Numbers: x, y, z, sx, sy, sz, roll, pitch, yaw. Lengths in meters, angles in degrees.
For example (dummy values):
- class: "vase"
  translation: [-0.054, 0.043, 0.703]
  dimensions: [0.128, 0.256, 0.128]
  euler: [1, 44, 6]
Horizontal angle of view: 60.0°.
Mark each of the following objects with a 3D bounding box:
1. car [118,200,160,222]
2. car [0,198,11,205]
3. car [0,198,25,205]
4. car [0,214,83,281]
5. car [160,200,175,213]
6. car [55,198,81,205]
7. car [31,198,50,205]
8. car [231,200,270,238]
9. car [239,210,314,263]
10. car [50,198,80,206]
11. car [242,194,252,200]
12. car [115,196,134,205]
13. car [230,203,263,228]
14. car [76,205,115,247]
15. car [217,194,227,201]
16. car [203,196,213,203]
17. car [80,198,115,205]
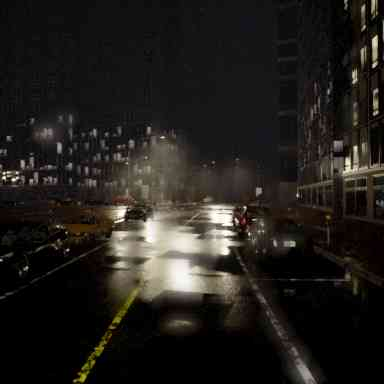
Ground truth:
- class: "car"
  translation: [-4.114, 1.578, 26.396]
  dimensions: [2.008, 1.369, 4.403]
  euler: [1, 0, 5]
- class: "car"
  translation: [-40.125, 1.989, 68.866]
  dimensions: [4.403, 1.369, 2.008]
  euler: [0, -1, 15]
- class: "car"
  translation: [-31.408, 1.767, 58.301]
  dimensions: [4.403, 1.369, 2.008]
  euler: [0, -1, 15]
- class: "car"
  translation: [-5.116, 1.574, 9.973]
  dimensions: [1.947, 1.339, 4.313]
  euler: [1, 0, 2]
- class: "car"
  translation: [-2.983, 1.595, 37.153]
  dimensions: [2.008, 1.369, 4.403]
  euler: [1, 0, 7]
- class: "car"
  translation: [-23.941, 1.882, 64.420]
  dimensions: [4.403, 1.369, 2.008]
  euler: [0, -1, 15]
- class: "car"
  translation: [-29.499, 1.893, 65.947]
  dimensions: [4.829, 1.417, 1.752]
  euler: [0, -1, 15]
- class: "car"
  translation: [3.275, 1.449, 17.583]
  dimensions: [1.967, 1.590, 4.097]
  euler: [1, 0, 4]
- class: "car"
  translation: [2.981, 1.571, 11.903]
  dimensions: [1.947, 1.339, 4.313]
  euler: [1, 0, 2]
- class: "car"
  translation: [-20.624, 1.695, 55.338]
  dimensions: [4.403, 1.369, 2.008]
  euler: [0, -1, 15]
- class: "car"
  translation: [12.603, 1.440, 76.045]
  dimensions: [2.192, 1.841, 5.009]
  euler: [1, 0, 15]
- class: "car"
  translation: [-13.152, 1.575, 61.461]
  dimensions: [5.009, 1.841, 2.192]
  euler: [0, -1, 15]
- class: "car"
  translation: [3.666, 1.557, 23.212]
  dimensions: [1.887, 1.381, 4.507]
  euler: [1, 0, 5]
- class: "car"
  translation: [-4.884, 1.540, 15.297]
  dimensions: [1.752, 1.417, 4.829]
  euler: [1, 0, 3]
- class: "car"
  translation: [8.166, 1.530, 89.895]
  dimensions: [2.192, 1.841, 5.009]
  euler: [1, 0, 16]
- class: "car"
  translation: [3.602, 1.675, 73.806]
  dimensions: [1.752, 1.417, 4.829]
  euler: [1, 0, 14]
- class: "car"
  translation: [-15.232, 1.675, 53.857]
  dimensions: [4.313, 1.339, 1.947]
  euler: [0, -1, 15]
